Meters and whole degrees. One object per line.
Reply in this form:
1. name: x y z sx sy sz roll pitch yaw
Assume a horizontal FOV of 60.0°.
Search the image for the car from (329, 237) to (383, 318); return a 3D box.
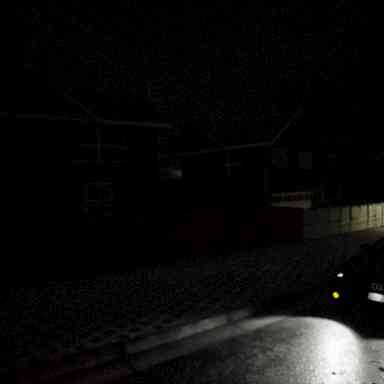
1. car: 4.589 1.554 6.758 4.181 1.385 1.994 0 0 -40
